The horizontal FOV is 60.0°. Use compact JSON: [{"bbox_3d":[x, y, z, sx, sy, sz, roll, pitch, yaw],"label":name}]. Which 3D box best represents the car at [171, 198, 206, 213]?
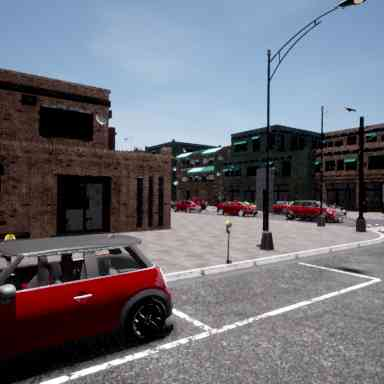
[{"bbox_3d":[-0.639,1.829,42.130,1.812,1.442,4.674,1,-1,-35],"label":"car"}]

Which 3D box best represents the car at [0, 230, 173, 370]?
[{"bbox_3d":[-2.388,1.441,4.841,4.097,1.590,1.967,0,1,-35],"label":"car"}]

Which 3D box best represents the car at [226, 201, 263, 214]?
[{"bbox_3d":[6.537,1.879,41.930,1.752,1.417,4.829,0,-1,-35],"label":"car"}]

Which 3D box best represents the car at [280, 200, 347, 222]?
[{"bbox_3d":[9.897,1.479,27.001,2.097,1.767,4.553,1,-1,-35],"label":"car"}]

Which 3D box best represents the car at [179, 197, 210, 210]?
[{"bbox_3d":[0.304,1.773,50.907,2.192,1.841,5.009,0,-1,-35],"label":"car"}]

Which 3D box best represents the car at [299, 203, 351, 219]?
[{"bbox_3d":[12.963,1.812,32.676,1.947,1.339,4.313,0,-1,-35],"label":"car"}]

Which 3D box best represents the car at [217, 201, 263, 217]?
[{"bbox_3d":[4.637,1.692,34.525,1.882,1.535,5.008,1,-1,-35],"label":"car"}]

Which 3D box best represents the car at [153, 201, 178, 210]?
[{"bbox_3d":[-4.336,2.060,53.051,1.895,1.301,4.718,1,-1,-35],"label":"car"}]

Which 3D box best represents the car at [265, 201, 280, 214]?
[{"bbox_3d":[9.799,1.739,37.235,1.967,1.590,4.097,0,-1,-35],"label":"car"}]
